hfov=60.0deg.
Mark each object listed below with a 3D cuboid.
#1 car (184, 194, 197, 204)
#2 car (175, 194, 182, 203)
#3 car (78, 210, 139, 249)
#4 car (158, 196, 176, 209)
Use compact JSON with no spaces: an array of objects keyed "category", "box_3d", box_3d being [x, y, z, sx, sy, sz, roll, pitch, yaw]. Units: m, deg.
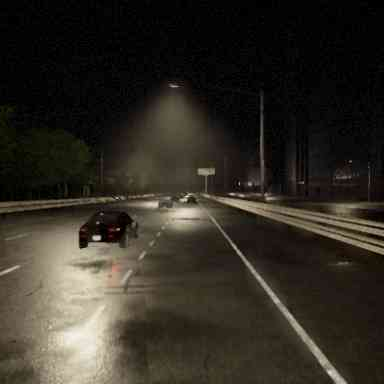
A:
[{"category":"car","box_3d":[-0.098,1.552,65.553,1.837,1.490,4.892,0,-1,0]},{"category":"car","box_3d":[-3.743,1.556,72.565,1.837,1.490,4.892,0,0,0]},{"category":"car","box_3d":[-3.506,1.529,14.530,1.812,1.442,4.674,0,0,0]},{"category":"car","box_3d":[-3.596,1.631,46.553,1.895,1.301,4.718,0,0,0]}]
